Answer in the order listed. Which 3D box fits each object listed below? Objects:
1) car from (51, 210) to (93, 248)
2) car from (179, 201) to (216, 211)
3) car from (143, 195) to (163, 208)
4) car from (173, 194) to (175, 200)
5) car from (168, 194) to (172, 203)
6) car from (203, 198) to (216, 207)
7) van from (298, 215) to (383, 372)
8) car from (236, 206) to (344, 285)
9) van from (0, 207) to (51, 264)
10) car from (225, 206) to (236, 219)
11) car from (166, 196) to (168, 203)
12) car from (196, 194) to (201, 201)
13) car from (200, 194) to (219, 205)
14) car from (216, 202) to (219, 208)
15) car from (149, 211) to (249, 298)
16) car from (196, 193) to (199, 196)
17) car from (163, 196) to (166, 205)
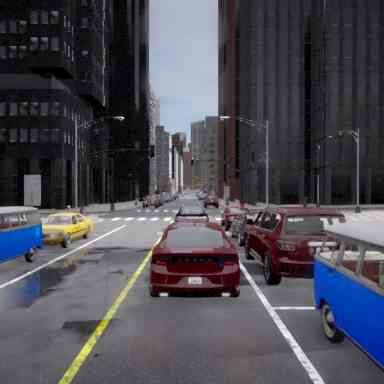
[{"bbox_3d":[-5.775,1.526,14.761,1.752,1.417,4.829,0,0,0],"label":"car"},{"bbox_3d":[-0.009,1.493,18.998,2.128,1.511,4.902,0,0,0],"label":"car"},{"bbox_3d":[-5.794,1.334,47.496,2.192,1.841,5.009,0,0,0],"label":"car"},{"bbox_3d":[-5.814,1.621,81.355,1.887,1.381,4.507,0,0,0],"label":"car"},{"bbox_3d":[-5.807,1.617,70.069,1.947,1.339,4.313,0,0,0],"label":"car"},{"bbox_3d":[2.728,1.591,53.135,1.947,1.339,4.313,0,0,0],"label":"car"},{"bbox_3d":[2.761,1.341,3.874,1.690,1.788,3.998,0,0,0],"label":"van"},{"bbox_3d":[2.756,1.315,9.400,2.192,1.841,5.009,0,0,0],"label":"car"},{"bbox_3d":[-5.774,1.341,9.407,1.690,1.788,3.998,0,0,0],"label":"van"},{"bbox_3d":[2.752,1.551,14.925,2.008,1.369,4.403,0,0,0],"label":"car"},{"bbox_3d":[-5.800,1.597,58.782,1.947,1.339,4.313,0,0,0],"label":"car"},{"bbox_3d":[2.708,1.635,86.997,1.887,1.381,4.507,0,0,0],"label":"car"},{"bbox_3d":[2.730,1.334,47.491,2.192,1.841,5.009,0,0,0],"label":"car"},{"bbox_3d":[2.748,1.547,20.450,1.887,1.381,4.507,0,0,0],"label":"car"},{"bbox_3d":[0.062,1.477,8.589,1.882,1.535,5.008,0,0,0],"label":"car"},{"bbox_3d":[2.705,1.670,92.642,1.947,1.339,4.313,0,0,0],"label":"car"},{"bbox_3d":[-5.798,1.340,53.139,2.192,1.841,5.009,0,0,0],"label":"car"}]
